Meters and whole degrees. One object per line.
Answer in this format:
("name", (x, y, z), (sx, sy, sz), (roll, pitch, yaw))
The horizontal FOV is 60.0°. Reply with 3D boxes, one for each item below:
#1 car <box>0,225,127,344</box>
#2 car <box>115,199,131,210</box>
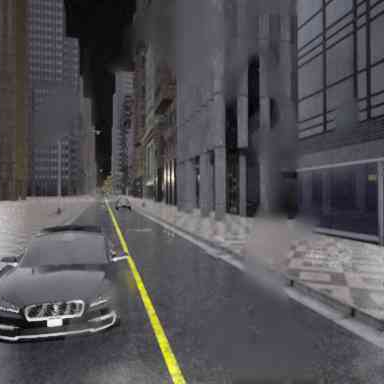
("car", (-2.478, 1.504, 6.812), (1.837, 1.490, 4.892), (0, 0, -15))
("car", (-8.824, 1.533, 42.391), (2.033, 1.411, 5.357), (0, 0, -15))
